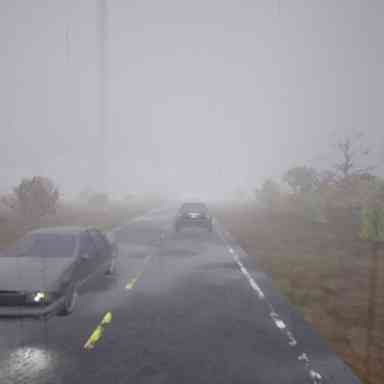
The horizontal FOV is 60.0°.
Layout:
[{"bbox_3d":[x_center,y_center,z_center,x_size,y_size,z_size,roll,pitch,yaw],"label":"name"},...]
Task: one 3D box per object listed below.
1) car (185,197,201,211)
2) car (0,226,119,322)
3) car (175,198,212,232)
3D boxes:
[{"bbox_3d":[0.106,1.474,42.674,1.882,1.535,5.008,0,0,0],"label":"car"},{"bbox_3d":[-3.077,1.548,7.747,2.033,1.411,5.357,0,0,0],"label":"car"},{"bbox_3d":[0.101,1.351,20.407,2.097,1.767,4.553,0,0,0],"label":"car"}]
